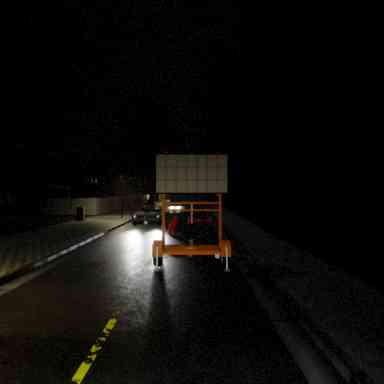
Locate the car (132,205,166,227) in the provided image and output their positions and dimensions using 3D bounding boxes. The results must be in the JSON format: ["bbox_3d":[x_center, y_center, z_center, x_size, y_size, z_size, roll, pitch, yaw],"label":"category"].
[{"bbox_3d":[-2.862,1.603,22.854,1.895,1.301,4.718,0,0,0],"label":"car"}]

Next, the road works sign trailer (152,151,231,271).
[{"bbox_3d":[-0.005,0.464,10.853,2.380,3.560,2.880,0,0,0],"label":"road works sign trailer"}]

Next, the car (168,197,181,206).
[{"bbox_3d":[-2.778,1.512,54.247,2.128,1.511,4.902,0,0,0],"label":"car"}]
